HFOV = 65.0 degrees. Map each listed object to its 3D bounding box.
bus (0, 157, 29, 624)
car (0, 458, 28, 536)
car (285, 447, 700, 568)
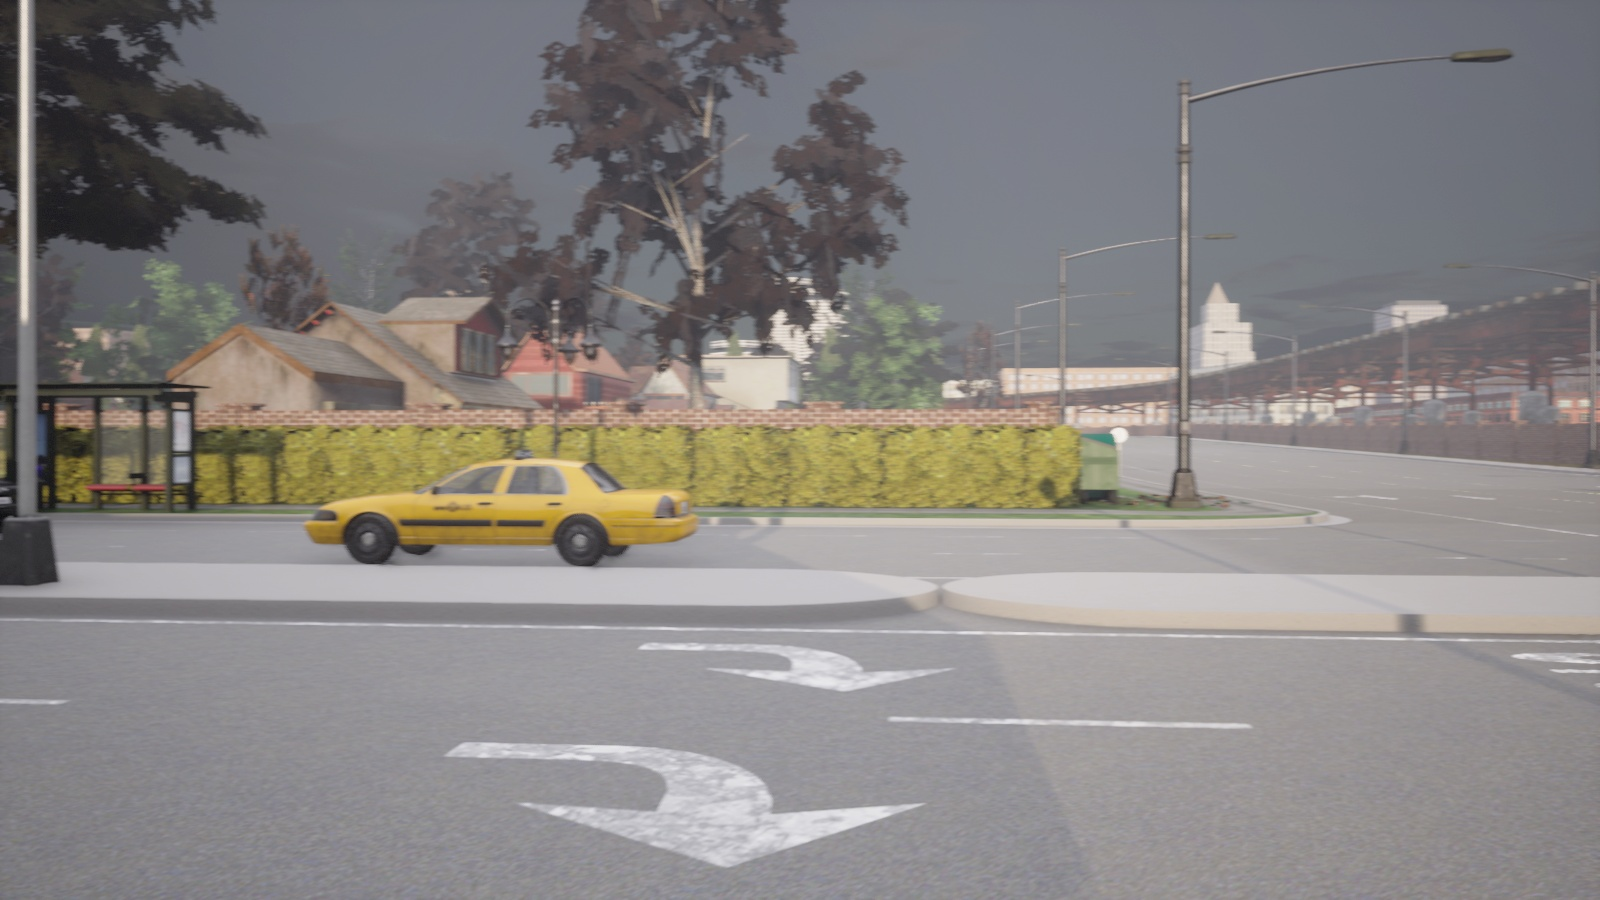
[{"bbox_3d":[-12.529,-0.550,10.258,10.273,4.253,3.944,0,0,5],"label":"bus"},{"bbox_3d":[-16.272,0.832,22.108,4.181,1.385,1.994,0,0,5],"label":"car"},{"bbox_3d":[-4.200,0.755,17.608,5.366,1.575,1.801,0,0,5],"label":"car"}]
